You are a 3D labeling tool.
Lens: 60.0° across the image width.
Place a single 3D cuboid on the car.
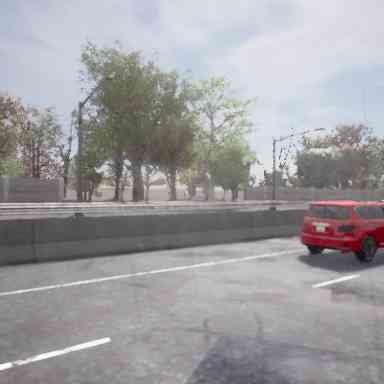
[{"bbox_3d":[6.560,1.361,12.842,5.566,2.045,2.150,0,0,-35],"label":"car"}]
